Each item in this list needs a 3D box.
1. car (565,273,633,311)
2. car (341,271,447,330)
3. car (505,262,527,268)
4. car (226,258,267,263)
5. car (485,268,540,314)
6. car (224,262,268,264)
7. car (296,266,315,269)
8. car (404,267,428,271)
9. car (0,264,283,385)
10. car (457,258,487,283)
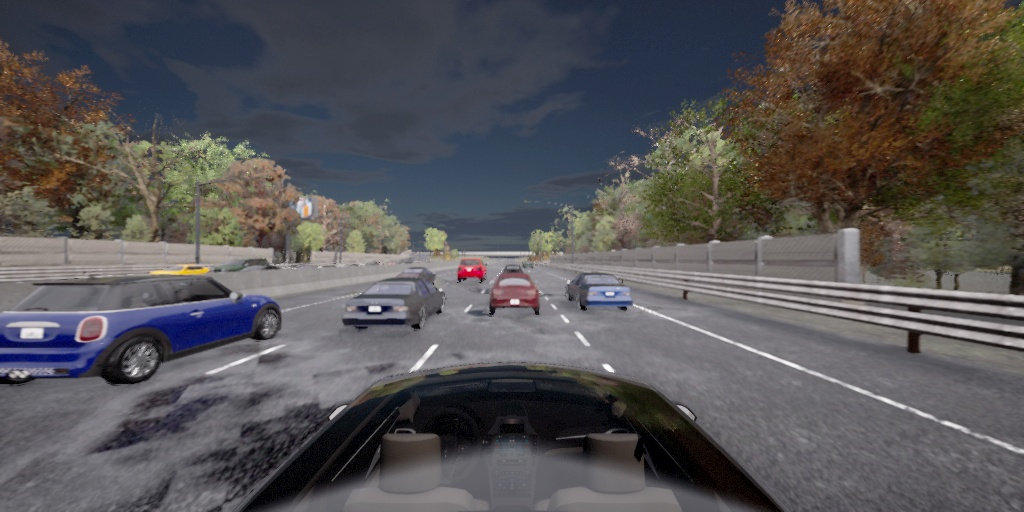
[{"bbox_3d":[3.492,1.411,15.215,2.033,1.411,5.357,0,0,1],"label":"car"},{"bbox_3d":[-3.405,1.380,11.403,2.033,1.411,5.357,0,0,0],"label":"car"},{"bbox_3d":[0.089,1.519,32.013,1.837,1.490,4.892,0,-1,0],"label":"car"},{"bbox_3d":[-24.606,1.239,32.629,2.150,2.045,5.566,0,0,0],"label":"car"},{"bbox_3d":[0.095,1.384,14.235,1.812,1.442,4.674,0,-1,0],"label":"car"},{"bbox_3d":[-21.107,1.498,29.882,1.837,1.490,4.892,0,-1,0],"label":"car"},{"bbox_3d":[-17.606,1.564,30.579,1.994,1.385,4.181,0,-1,0],"label":"car"},{"bbox_3d":[-6.911,1.511,26.381,2.033,1.411,5.357,0,-1,0],"label":"car"},{"bbox_3d":[-6.903,1.149,7.283,2.097,1.767,4.553,0,0,0],"label":"car"},{"bbox_3d":[-3.412,1.228,31.248,2.150,2.045,5.566,0,-1,0],"label":"car"}]
